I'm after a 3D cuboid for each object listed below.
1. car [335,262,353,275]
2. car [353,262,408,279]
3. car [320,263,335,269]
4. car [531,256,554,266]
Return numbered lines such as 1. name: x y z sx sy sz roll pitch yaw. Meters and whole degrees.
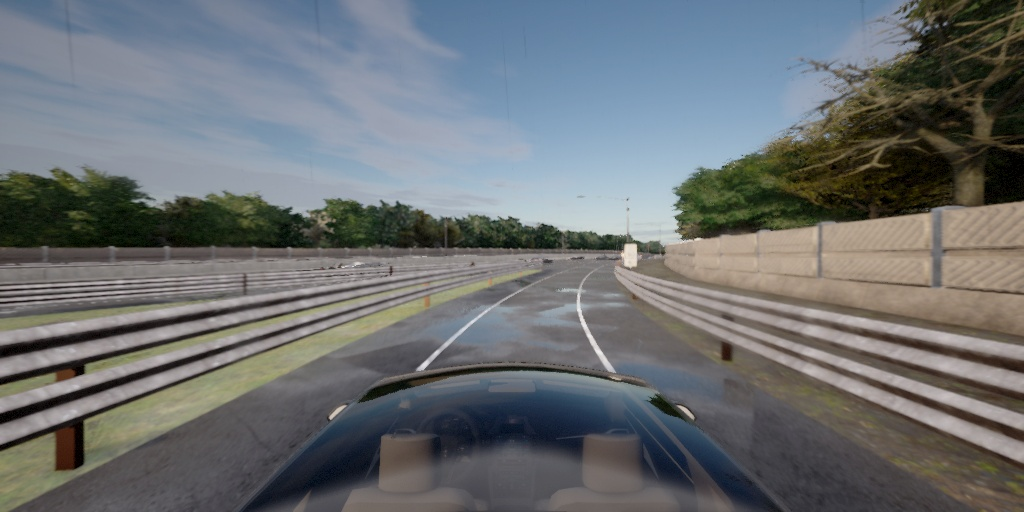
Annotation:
1. car: -15.414 1.324 37.342 1.812 1.442 4.674 1 2 35
2. car: -12.546 1.329 35.334 2.128 1.511 4.902 1 2 35
3. car: -18.262 1.361 39.377 1.895 1.301 4.718 1 2 35
4. car: 5.380 0.801 60.882 2.128 1.511 4.902 1 2 35
